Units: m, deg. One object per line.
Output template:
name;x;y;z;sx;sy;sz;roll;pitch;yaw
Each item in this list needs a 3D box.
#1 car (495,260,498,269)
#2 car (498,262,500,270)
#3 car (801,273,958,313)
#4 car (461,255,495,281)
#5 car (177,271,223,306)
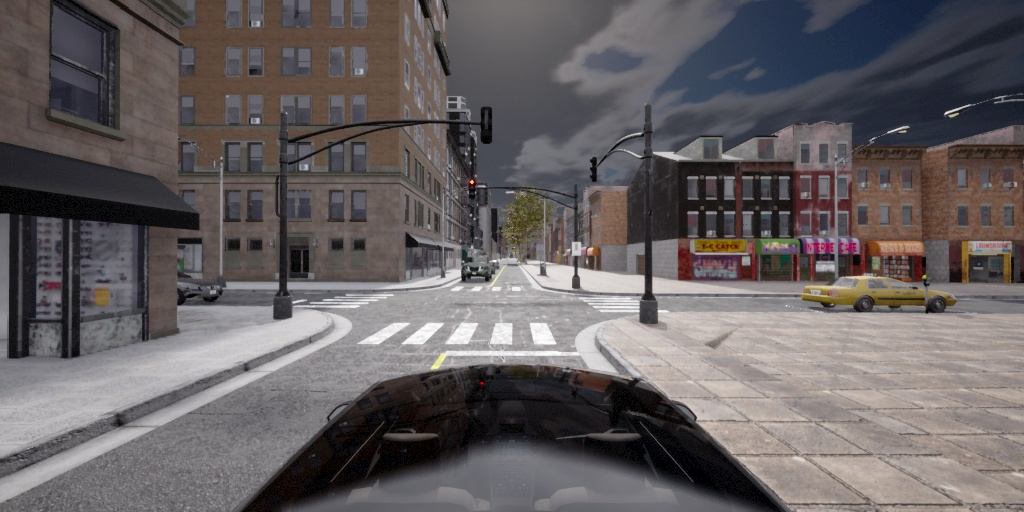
car;-2.867;1.295;39.744;1.994;1.385;4.181;0;0;0
car;-2.847;1.290;53.055;1.994;1.385;4.181;0;0;0
car;13.881;1.346;13.655;4.829;1.417;1.751;0;0;0
car;-2.856;0.958;29.829;2.150;2.045;5.566;0;0;0
car;-14.412;1.195;14.481;4.674;1.442;1.812;0;0;0
